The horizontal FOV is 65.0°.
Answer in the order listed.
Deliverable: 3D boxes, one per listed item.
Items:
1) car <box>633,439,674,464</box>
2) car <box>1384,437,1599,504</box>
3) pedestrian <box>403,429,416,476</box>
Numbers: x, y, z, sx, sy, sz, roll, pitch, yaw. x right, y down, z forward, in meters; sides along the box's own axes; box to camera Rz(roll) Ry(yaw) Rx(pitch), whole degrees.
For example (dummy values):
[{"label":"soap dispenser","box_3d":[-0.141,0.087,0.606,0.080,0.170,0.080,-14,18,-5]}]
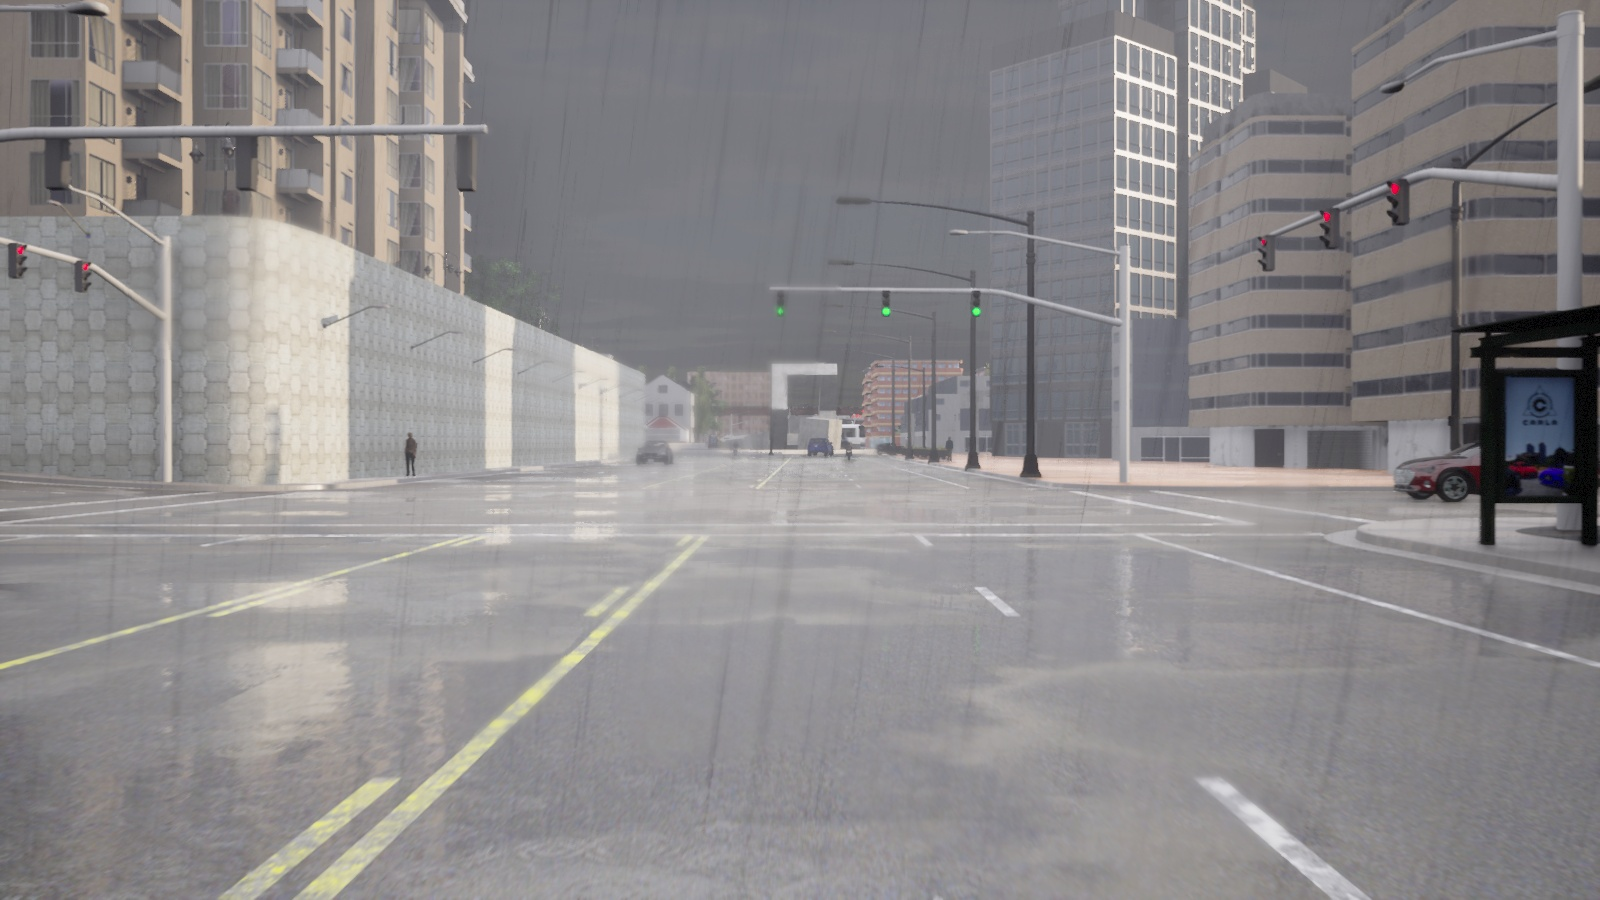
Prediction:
[{"label":"car","box_3d":[-9.995,0.097,86.226,2.242,1.667,4.611,0,0,0]},{"label":"car","box_3d":[17.793,0.510,32.040,4.856,1.649,2.033,0,0,0]},{"label":"pedestrian","box_3d":[-15.473,0.109,49.778,0.331,1.846,0.634,0,0,1]}]
